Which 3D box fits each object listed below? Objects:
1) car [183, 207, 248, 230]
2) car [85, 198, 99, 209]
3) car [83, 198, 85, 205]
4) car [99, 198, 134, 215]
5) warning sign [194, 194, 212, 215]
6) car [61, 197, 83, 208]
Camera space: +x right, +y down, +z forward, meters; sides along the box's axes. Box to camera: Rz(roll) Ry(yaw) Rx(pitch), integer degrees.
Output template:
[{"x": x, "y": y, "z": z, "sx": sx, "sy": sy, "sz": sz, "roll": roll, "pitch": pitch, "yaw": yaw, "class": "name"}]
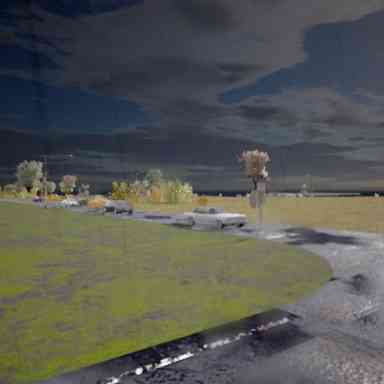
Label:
[{"x": 1.446, "y": 1.637, "z": 21.742, "sx": 1.895, "sy": 1.301, "sz": 4.718, "roll": 0, "pitch": 0, "yaw": -35, "class": "car"}, {"x": -13.299, "y": 1.599, "z": 47.631, "sx": 1.882, "sy": 1.535, "sz": 5.008, "roll": 0, "pitch": 0, "yaw": -34, "class": "car"}, {"x": -19.078, "y": 1.635, "z": 55.723, "sx": 1.882, "sy": 1.535, "sz": 5.008, "roll": 0, "pitch": 0, "yaw": -35, "class": "car"}, {"x": -7.727, "y": 1.587, "z": 34.735, "sx": 1.837, "sy": 1.490, "sz": 4.892, "roll": 0, "pitch": 0, "yaw": -35, "class": "car"}, {"x": 1.010, "y": 1.169, "z": 31.557, "sx": 1.300, "sy": 1.860, "sz": 1.060, "roll": 0, "pitch": 0, "yaw": -35, "class": "warning sign"}, {"x": -18.437, "y": 1.703, "z": 50.052, "sx": 1.812, "sy": 1.442, "sz": 4.674, "roll": 0, "pitch": 0, "yaw": -35, "class": "car"}]
